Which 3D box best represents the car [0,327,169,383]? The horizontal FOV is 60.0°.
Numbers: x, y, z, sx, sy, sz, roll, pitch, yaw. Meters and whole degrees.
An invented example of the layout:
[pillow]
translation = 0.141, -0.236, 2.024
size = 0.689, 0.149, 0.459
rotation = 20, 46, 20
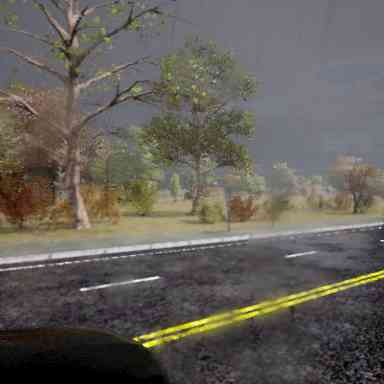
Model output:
[car]
translation = -2.281, 1.517, 1.830
size = 4.674, 1.442, 1.812
rotation = 1, 0, -35
